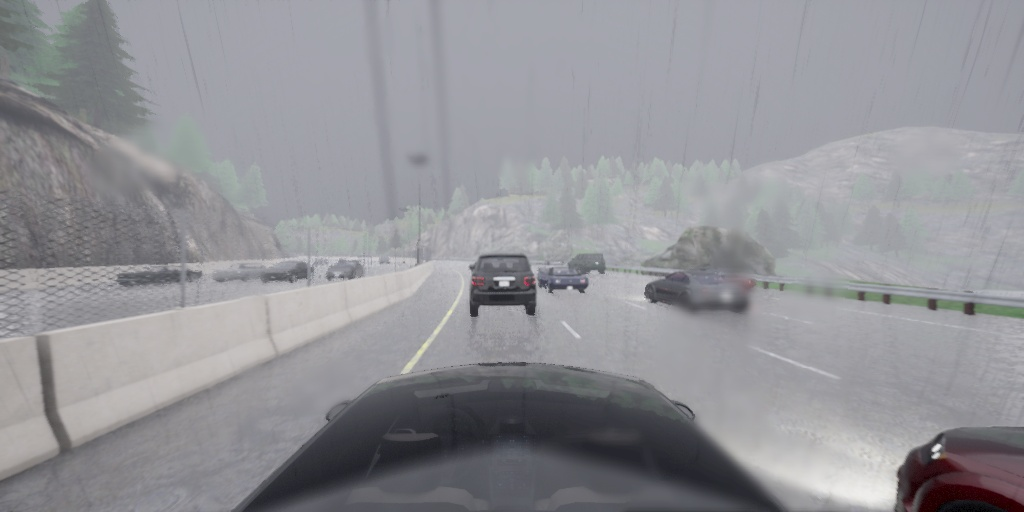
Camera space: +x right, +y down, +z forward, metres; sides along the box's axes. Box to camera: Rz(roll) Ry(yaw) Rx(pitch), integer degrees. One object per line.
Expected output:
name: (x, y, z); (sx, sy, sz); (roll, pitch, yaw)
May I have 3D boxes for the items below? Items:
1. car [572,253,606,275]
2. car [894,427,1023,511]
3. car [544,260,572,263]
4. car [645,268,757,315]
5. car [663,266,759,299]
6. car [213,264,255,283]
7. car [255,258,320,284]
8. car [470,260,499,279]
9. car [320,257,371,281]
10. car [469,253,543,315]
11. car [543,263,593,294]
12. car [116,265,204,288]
car: (7.337, 0.747, 35.599); (2.150, 2.045, 5.566); (0, 0, -10)
car: (3.518, 1.313, 0.581); (1.994, 1.385, 4.181); (0, 0, 0)
car: (3.905, 1.138, 34.902); (1.895, 1.301, 4.718); (0, 0, -10)
car: (6.580, 1.229, 13.206); (1.994, 1.385, 4.181); (0, 0, -4)
car: (9.730, 1.229, 18.094); (1.895, 1.301, 4.718); (0, 0, -5)
car: (-19.703, 1.241, 26.572); (1.895, 1.301, 4.718); (0, 0, -9)
car: (-16.102, 1.113, 26.072); (1.882, 1.535, 5.008); (0, 0, -9)
car: (-2.539, 1.121, 31.310); (2.033, 1.411, 5.357); (0, 0, -10)
car: (-12.883, 1.108, 28.071); (2.128, 1.511, 4.902); (0, 0, -9)
car: (-0.412, 0.901, 13.310); (2.150, 2.045, 5.566); (0, 0, -4)
car: (2.576, 1.236, 19.478); (1.895, 1.301, 4.718); (0, 0, -6)
car: (-22.772, 1.267, 23.465); (1.895, 1.301, 4.718); (0, 0, -8)
